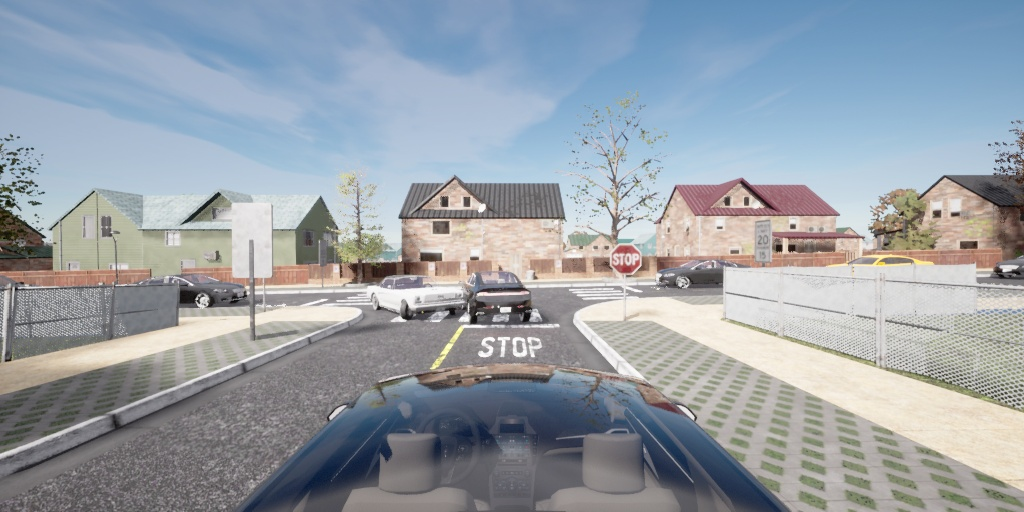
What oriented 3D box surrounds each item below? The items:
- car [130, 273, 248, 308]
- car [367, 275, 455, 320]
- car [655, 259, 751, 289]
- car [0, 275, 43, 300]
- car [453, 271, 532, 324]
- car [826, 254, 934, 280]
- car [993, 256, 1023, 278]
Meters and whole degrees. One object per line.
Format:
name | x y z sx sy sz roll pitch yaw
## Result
car | -14.892 1.566 16.416 4.902 1.511 2.128 -1 1 0
car | -3.595 1.367 12.913 1.895 1.301 4.718 0 0 -38
car | 10.342 0.925 19.453 4.902 1.511 2.128 -1 1 0
car | -24.230 1.648 16.382 4.553 1.767 2.097 -1 1 0
car | -0.678 1.242 12.052 2.128 1.511 4.902 0 0 -12
car | 19.773 0.690 19.483 5.008 1.535 1.882 -1 1 0
car | 29.397 0.477 19.514 4.902 1.511 2.128 -1 1 0
